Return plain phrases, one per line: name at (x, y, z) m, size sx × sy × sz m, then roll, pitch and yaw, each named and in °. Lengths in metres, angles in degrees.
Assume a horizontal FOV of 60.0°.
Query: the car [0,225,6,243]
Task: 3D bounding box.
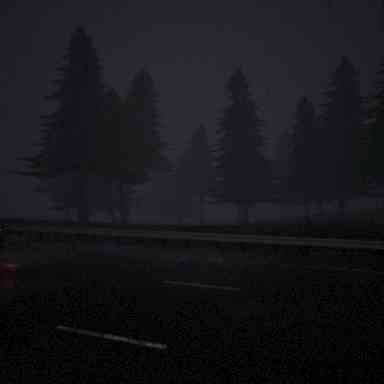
car at (-10.330, 1.738, 14.598) m, size 4.674 × 1.442 × 1.812 m, roll 0°, pitch -1°, yaw 22°
